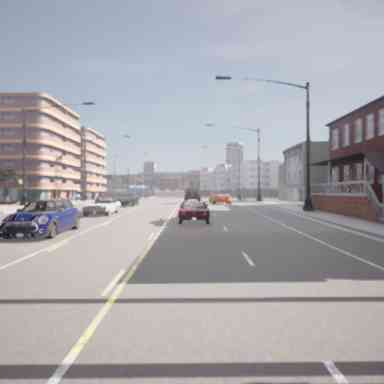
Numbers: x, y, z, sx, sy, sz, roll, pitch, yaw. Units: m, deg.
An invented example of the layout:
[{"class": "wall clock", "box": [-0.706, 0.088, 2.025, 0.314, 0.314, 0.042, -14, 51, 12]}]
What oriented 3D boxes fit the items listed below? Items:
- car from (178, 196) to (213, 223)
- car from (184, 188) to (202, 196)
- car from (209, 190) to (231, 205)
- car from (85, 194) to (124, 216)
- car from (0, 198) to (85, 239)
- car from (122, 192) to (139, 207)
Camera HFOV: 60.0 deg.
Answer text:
[{"class": "car", "box": [0.124, 1.205, 21.614, 1.895, 1.301, 4.718, 0, 2, 0]}, {"class": "car", "box": [0.091, 0.455, 44.408, 2.150, 2.045, 5.566, 0, 0, 1]}, {"class": "car", "box": [3.546, 0.584, 40.521, 2.097, 1.767, 4.553, 0, 0, 0]}, {"class": "car", "box": [-6.971, 1.096, 26.015, 1.895, 1.301, 4.718, 0, 2, 0]}, {"class": "car", "box": [-7.027, 1.127, 15.857, 2.097, 1.767, 4.553, 0, 1, 1]}, {"class": "car", "box": [-6.959, 0.796, 36.324, 1.837, 1.490, 4.892, 0, 1, 0]}]
